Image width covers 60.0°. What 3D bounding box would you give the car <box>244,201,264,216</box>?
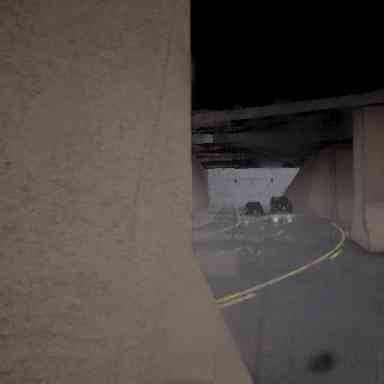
[{"bbox_3d":[6.730,1.737,36.335,1.882,1.535,5.008,0,0,7],"label":"car"}]

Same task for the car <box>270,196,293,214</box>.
[{"bbox_3d":[10.736,1.489,40.355,2.150,2.045,5.566,0,0,7],"label":"car"}]
